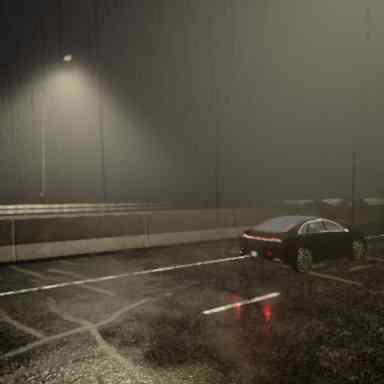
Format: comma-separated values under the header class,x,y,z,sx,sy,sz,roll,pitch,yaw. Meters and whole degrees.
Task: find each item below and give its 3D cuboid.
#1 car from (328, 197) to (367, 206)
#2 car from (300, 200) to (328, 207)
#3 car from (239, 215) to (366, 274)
class,x,y,z,sx,sy,sz,roll,pitch,yaw
car,18.422,1.433,38.678,4.553,1.767,2.097,0,0,-35
car,15.067,1.643,40.587,4.181,1.385,1.994,0,0,-35
car,3.706,1.512,10.706,4.902,1.511,2.128,0,0,-36
